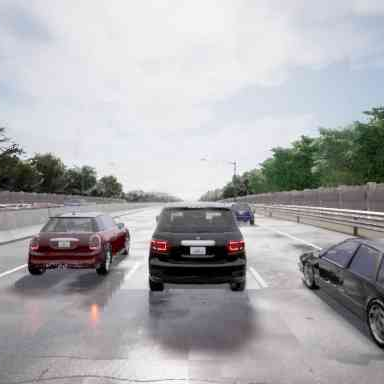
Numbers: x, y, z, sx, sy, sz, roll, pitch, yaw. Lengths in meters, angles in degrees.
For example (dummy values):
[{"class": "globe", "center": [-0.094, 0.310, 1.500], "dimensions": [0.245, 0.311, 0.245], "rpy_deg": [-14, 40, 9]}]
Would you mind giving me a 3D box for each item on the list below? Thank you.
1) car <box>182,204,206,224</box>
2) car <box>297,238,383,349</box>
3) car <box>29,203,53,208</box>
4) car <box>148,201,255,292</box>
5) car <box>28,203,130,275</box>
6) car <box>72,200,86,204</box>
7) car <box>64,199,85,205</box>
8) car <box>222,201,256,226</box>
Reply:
[{"class": "car", "center": [0.178, 1.808, 28.384], "dimensions": [1.882, 1.535, 5.008], "rpy_deg": [0, -1, 0]}, {"class": "car", "center": [3.612, 1.569, 6.156], "dimensions": [2.033, 1.411, 5.357], "rpy_deg": [0, 0, 1]}, {"class": "car", "center": [-20.961, 2.244, 46.388], "dimensions": [1.882, 1.535, 5.008], "rpy_deg": [0, -1, 0]}, {"class": "car", "center": [0.124, 1.264, 9.208], "dimensions": [2.150, 2.045, 5.566], "rpy_deg": [0, 0, 0]}, {"class": "car", "center": [-3.367, 1.408, 10.805], "dimensions": [2.097, 1.767, 4.553], "rpy_deg": [0, -1, -1]}, {"class": "car", "center": [-13.968, 2.205, 44.805], "dimensions": [1.882, 1.535, 5.008], "rpy_deg": [0, -1, 0]}, {"class": "car", "center": [-17.439, 2.074, 49.889], "dimensions": [2.150, 2.045, 5.566], "rpy_deg": [0, -1, 0]}, {"class": "car", "center": [3.672, 1.651, 26.939], "dimensions": [2.097, 1.767, 4.553], "rpy_deg": [0, -1, 0]}]
